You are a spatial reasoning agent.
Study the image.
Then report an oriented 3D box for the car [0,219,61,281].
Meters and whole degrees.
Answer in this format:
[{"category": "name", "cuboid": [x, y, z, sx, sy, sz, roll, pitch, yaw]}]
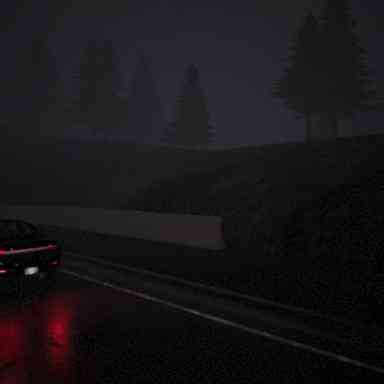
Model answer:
[{"category": "car", "cuboid": [-5.283, 1.454, 8.694, 4.902, 1.511, 2.128, 0, 0, 40]}]
